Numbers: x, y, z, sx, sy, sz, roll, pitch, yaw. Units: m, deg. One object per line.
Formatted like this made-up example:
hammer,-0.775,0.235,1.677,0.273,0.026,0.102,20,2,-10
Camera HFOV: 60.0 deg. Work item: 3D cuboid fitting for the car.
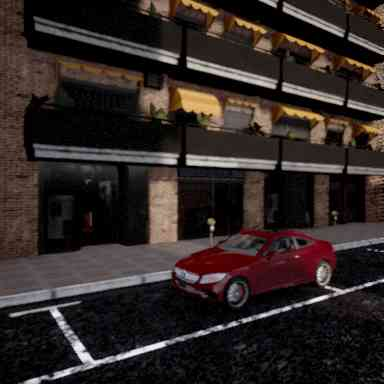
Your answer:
car,1.562,1.503,7.513,4.206,1.307,1.802,0,1,-33
